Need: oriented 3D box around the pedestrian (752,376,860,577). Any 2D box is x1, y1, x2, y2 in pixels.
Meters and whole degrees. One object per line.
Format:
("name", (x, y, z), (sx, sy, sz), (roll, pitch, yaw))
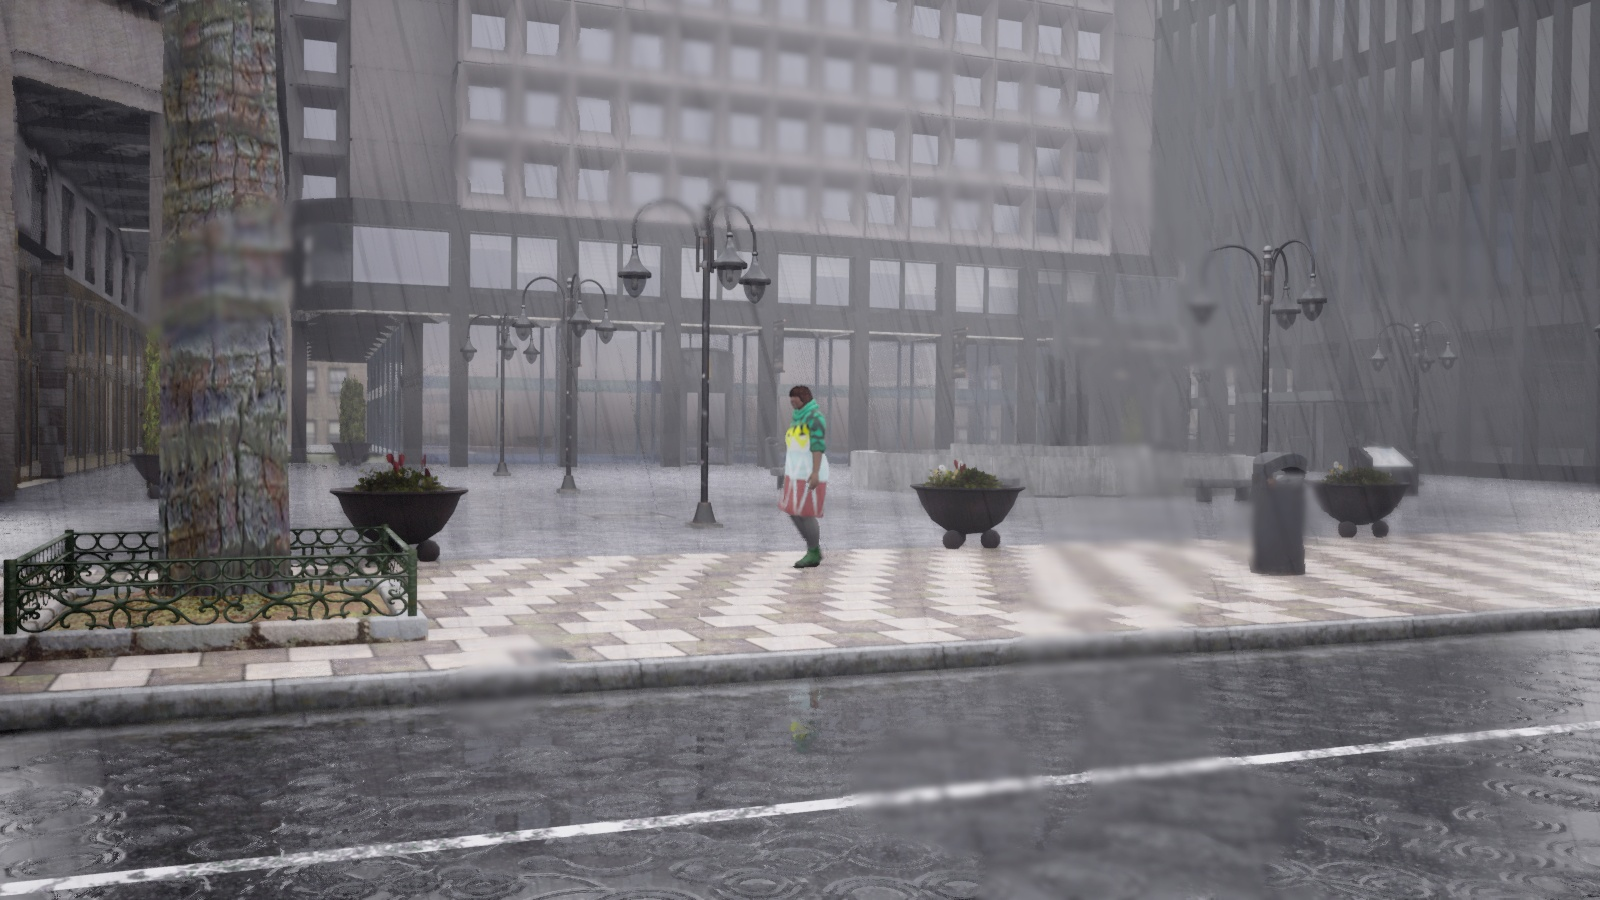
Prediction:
("pedestrian", (0.055, 0.248, 12.649), (0.873, 1.952, 0.659), (-1, 1, -23))
